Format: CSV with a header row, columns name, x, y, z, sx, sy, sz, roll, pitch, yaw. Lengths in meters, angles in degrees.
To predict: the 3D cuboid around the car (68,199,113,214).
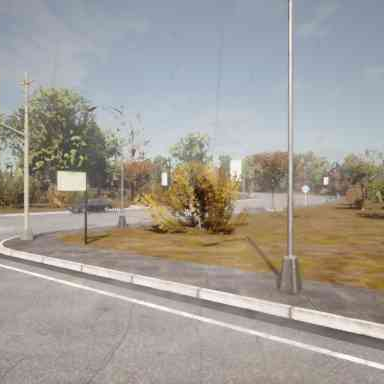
name,x,y,z,sx,sy,sz,roll,pitch,yaw
car,-10.699,1.504,35.302,1.837,1.490,4.892,0,0,39
